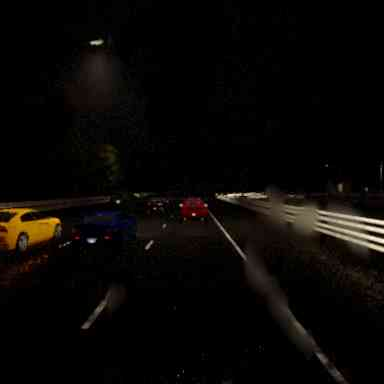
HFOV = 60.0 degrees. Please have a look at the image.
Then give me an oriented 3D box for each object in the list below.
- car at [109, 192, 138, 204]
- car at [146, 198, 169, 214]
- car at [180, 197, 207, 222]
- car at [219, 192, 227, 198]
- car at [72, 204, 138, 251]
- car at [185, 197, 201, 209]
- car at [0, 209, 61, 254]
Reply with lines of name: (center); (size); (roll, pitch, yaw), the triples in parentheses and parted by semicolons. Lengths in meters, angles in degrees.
car: (-6.882, 1.015, 33.744); (2.150, 2.045, 5.566); (0, 0, 0)
car: (-3.382, 1.291, 32.783); (2.128, 1.511, 4.902); (0, 0, 0)
car: (0.115, 1.331, 24.472); (1.882, 1.535, 5.008); (0, 0, 0)
car: (8.471, 0.764, 88.861); (2.128, 1.511, 4.902); (0, 0, -11)
car: (-3.394, 1.444, 13.563); (1.812, 1.442, 4.674); (0, 0, 0)
car: (0.126, 1.336, 42.000); (1.895, 1.301, 4.718); (0, 0, 0)
car: (-6.893, 1.398, 13.142); (1.882, 1.535, 5.008); (0, 0, 0)
